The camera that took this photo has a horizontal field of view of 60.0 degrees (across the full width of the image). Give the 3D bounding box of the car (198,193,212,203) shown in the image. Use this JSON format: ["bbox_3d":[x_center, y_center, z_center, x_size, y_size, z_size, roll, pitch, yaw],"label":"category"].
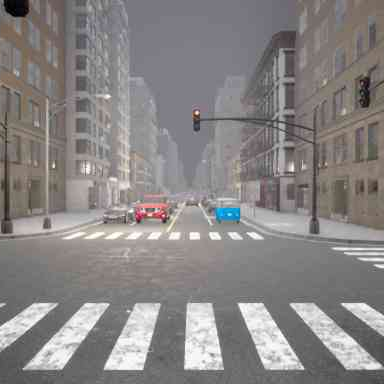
[{"bbox_3d":[2.574,1.301,53.335,2.192,1.841,5.009,0,0,0],"label":"car"}]

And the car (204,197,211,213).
[{"bbox_3d":[2.594,1.577,36.291,1.802,1.307,4.206,0,0,0],"label":"car"}]

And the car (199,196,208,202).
[{"bbox_3d":[2.547,1.519,76.060,2.008,1.369,4.403,0,0,0],"label":"car"}]

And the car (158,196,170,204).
[{"bbox_3d":[-5.464,1.543,64.684,1.947,1.339,4.313,0,0,0],"label":"car"}]

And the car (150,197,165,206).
[{"bbox_3d":[-5.451,1.552,53.320,1.947,1.339,4.313,0,0,0],"label":"car"}]

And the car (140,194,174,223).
[{"bbox_3d":[-2.878,1.218,25.592,2.150,2.045,5.566,0,0,0],"label":"car"}]

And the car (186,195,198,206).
[{"bbox_3d":[0.034,1.549,54.368,1.994,1.385,4.181,0,0,0],"label":"car"}]

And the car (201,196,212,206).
[{"bbox_3d":[2.581,1.573,47.654,1.802,1.307,4.206,0,0,0],"label":"car"}]

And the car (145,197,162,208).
[{"bbox_3d":[-5.444,1.516,47.468,1.752,1.417,4.829,0,0,0],"label":"car"}]

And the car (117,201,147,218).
[{"bbox_3d":[-5.425,1.541,30.592,1.887,1.381,4.507,0,0,0],"label":"car"}]

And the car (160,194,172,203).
[{"bbox_3d":[-5.471,1.287,70.365,2.192,1.841,5.009,0,0,0],"label":"car"}]

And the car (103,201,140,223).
[{"bbox_3d":[-5.418,1.548,24.911,2.008,1.369,4.403,0,0,0],"label":"car"}]

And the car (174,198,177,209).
[{"bbox_3d":[-2.894,1.596,35.409,1.895,1.301,4.718,0,0,0],"label":"car"}]

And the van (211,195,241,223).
[{"bbox_3d":[2.607,1.338,24.929,1.690,1.788,3.998,0,0,0],"label":"van"}]

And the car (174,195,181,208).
[{"bbox_3d":[-2.889,1.497,45.469,1.837,1.490,4.892,0,0,0],"label":"car"}]
